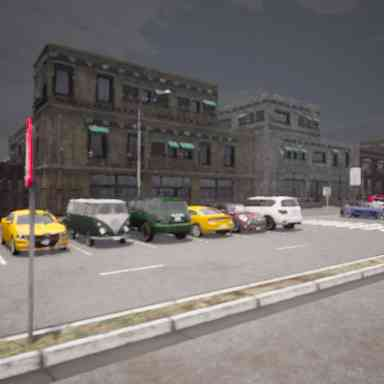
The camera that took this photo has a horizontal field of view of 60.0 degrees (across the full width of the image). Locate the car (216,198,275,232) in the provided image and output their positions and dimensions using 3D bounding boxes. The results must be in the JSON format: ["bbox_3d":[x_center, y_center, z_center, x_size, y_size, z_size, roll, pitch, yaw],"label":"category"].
[{"bbox_3d":[2.407,1.449,20.368,2.185,1.767,4.553,0,0,-35],"label":"car"}]

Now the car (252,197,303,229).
[{"bbox_3d":[4.555,1.335,21.896,2.435,2.045,5.566,0,0,-35],"label":"car"}]

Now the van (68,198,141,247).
[{"bbox_3d":[-4.345,1.309,15.375,1.878,1.987,4.442,0,0,-35],"label":"van"}]

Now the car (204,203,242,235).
[{"bbox_3d":[0.183,1.562,18.739,2.097,1.535,5.008,0,0,-35],"label":"car"}]

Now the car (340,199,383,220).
[{"bbox_3d":[15.816,1.661,29.851,2.163,1.488,4.792,0,0,-35],"label":"car"}]

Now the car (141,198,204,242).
[{"bbox_3d":[-2.183,1.297,17.094,2.435,2.045,5.566,0,0,-35],"label":"car"}]

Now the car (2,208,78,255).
[{"bbox_3d":[-6.663,1.521,13.873,2.097,1.535,5.008,0,0,-35],"label":"car"}]

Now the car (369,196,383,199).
[{"bbox_3d":[20.308,1.392,33.054,2.435,2.045,5.566,0,0,-35],"label":"car"}]
